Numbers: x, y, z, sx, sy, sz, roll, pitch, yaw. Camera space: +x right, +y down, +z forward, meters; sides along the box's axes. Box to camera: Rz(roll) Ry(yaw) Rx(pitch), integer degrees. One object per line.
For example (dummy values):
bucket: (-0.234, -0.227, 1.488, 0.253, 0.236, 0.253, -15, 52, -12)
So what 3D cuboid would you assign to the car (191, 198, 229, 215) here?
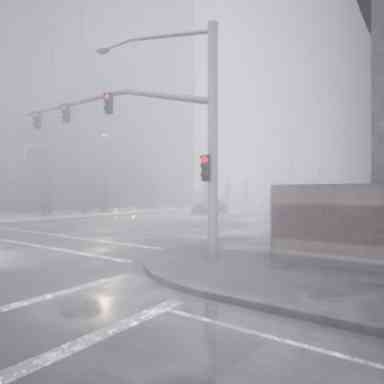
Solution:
car: (1.822, 1.411, 33.601, 2.097, 1.767, 4.553, 0, 0, 36)
